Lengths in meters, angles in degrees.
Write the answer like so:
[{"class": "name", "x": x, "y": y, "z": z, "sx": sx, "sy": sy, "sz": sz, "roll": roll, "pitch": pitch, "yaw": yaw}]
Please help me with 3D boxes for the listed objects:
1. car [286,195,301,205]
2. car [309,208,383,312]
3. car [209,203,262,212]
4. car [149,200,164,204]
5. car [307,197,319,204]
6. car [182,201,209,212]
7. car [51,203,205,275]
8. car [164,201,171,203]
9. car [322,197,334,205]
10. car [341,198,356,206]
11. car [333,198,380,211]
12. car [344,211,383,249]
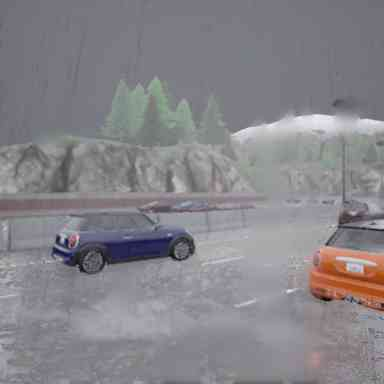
[{"class": "car", "x": 21.285, "y": 1.544, "z": 69.273, "sx": 2.150, "sy": 2.045, "sz": 5.566, "roll": 0, "pitch": 0, "yaw": 29}, {"class": "car", "x": 4.593, "y": 1.382, "z": 7.230, "sx": 4.553, "sy": 1.767, "sz": 2.097, "roll": 0, "pitch": -1, "yaw": -38}, {"class": "car", "x": 4.377, "y": 1.716, "z": 30.468, "sx": 5.357, "sy": 1.411, "sz": 2.033, "roll": 0, "pitch": 0, "yaw": -44}, {"class": "car", "x": -3.825, "y": 1.711, "z": 37.189, "sx": 5.008, "sy": 1.535, "sz": 1.882, "roll": 0, "pitch": 0, "yaw": -44}, {"class": "car", "x": 25.046, "y": 1.756, "z": 68.886, "sx": 1.837, "sy": 1.490, "sz": 4.892, "roll": 0, "pitch": 0, "yaw": 29}, {"class": "car", "x": 1.036, "y": 1.789, "z": 32.127, "sx": 4.718, "sy": 1.301, "sz": 1.895, "roll": 0, "pitch": 0, "yaw": -43}, {"class": "car", "x": -2.074, "y": 1.425, "z": 10.983, "sx": 4.553, "sy": 1.767, "sz": 2.097, "roll": 0, "pitch": -1, "yaw": -37}, {"class": "car", "x": -0.163, "y": 1.691, "z": 35.846, "sx": 5.008, "sy": 1.535, "sz": 1.882, "roll": 0, "pitch": 0, "yaw": -44}, {"class": "car", "x": 26.169, "y": 1.747, "z": 63.711, "sx": 1.882, "sy": 1.535, "sz": 5.008, "roll": 0, "pitch": 0, "yaw": 31}, {"class": "car", "x": 29.253, "y": 1.797, "z": 62.054, "sx": 1.994, "sy": 1.385, "sz": 4.181, "roll": 0, "pitch": 0, "yaw": 31}, {"class": "car", "x": 11.915, "y": 1.452, "z": 22.871, "sx": 4.553, "sy": 1.767, "sz": 2.097, "roll": 0, "pitch": -1, "yaw": -44}, {"class": "car", "x": 9.063, "y": 1.667, "z": 15.465, "sx": 4.718, "sy": 1.301, "sz": 1.895, "roll": 0, "pitch": 0, "yaw": -41}]
